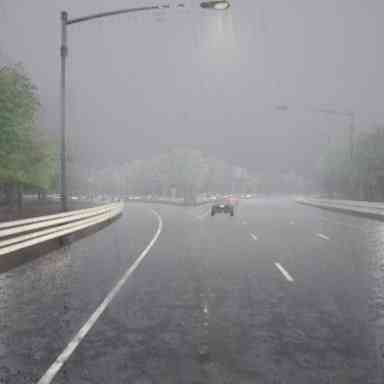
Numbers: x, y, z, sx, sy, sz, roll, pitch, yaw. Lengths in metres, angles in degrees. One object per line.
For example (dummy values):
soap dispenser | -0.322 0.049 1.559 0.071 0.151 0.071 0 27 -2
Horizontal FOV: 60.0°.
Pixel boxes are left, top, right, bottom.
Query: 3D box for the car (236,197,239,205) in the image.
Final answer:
car | 7.152 1.378 59.231 2.097 1.767 4.553 0 0 11

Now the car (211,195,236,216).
car | 3.108 1.363 33.382 2.097 1.767 4.553 0 0 7
